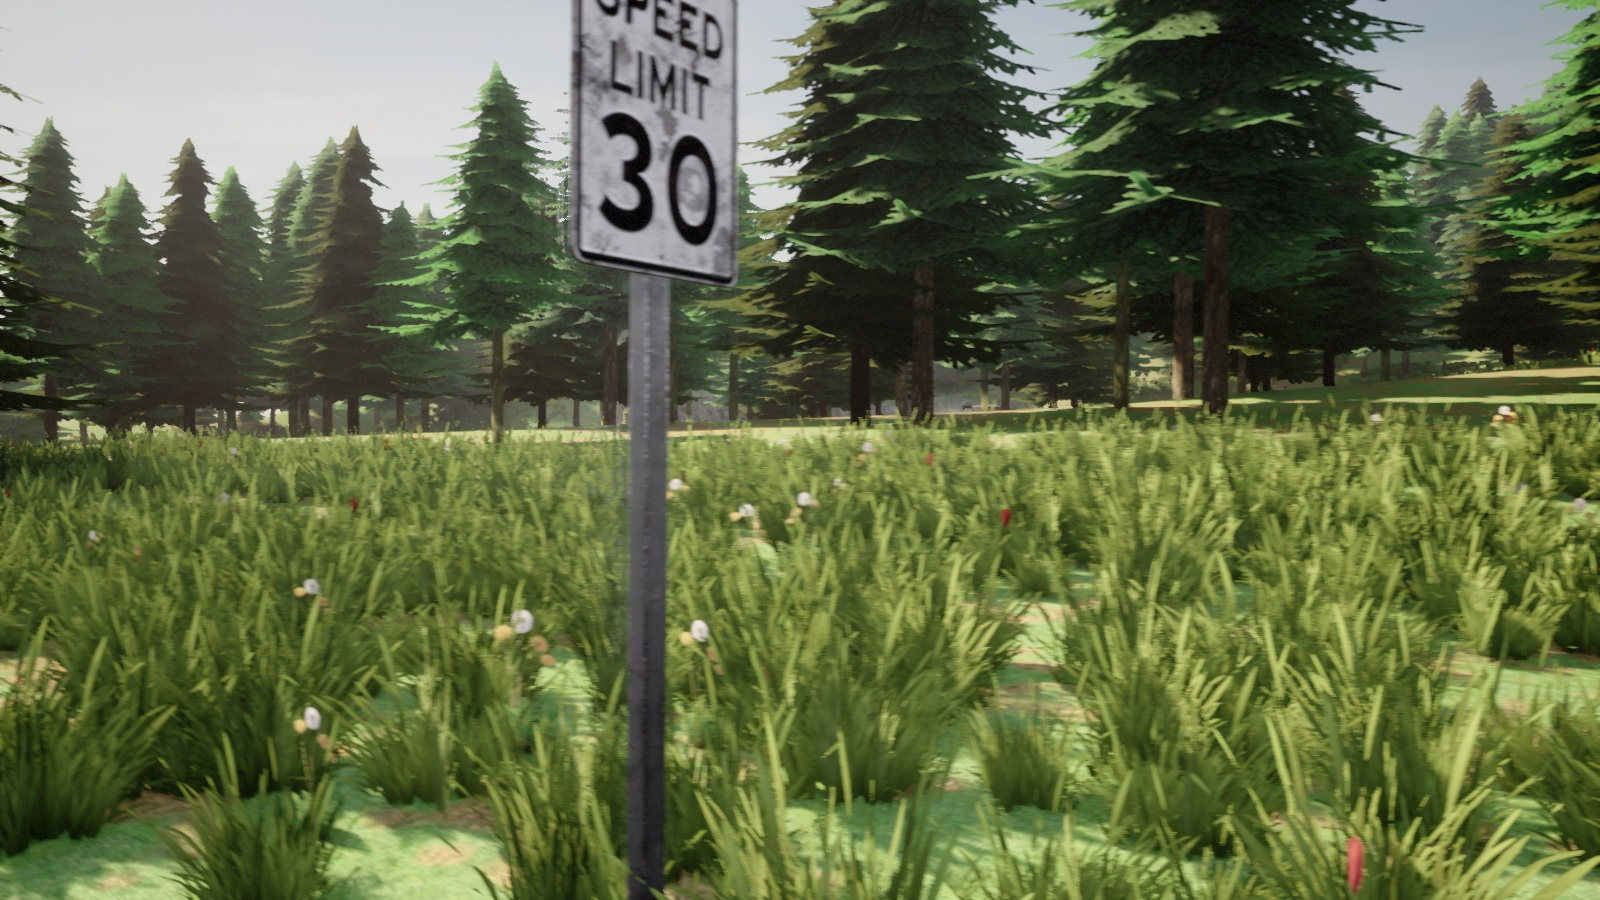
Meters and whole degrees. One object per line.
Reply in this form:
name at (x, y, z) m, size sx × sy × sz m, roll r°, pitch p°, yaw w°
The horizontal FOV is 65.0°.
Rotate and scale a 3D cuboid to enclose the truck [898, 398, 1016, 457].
truck at (11.261, -1.594, 90.812) m, size 7.936 × 3.462 × 2.891 m, roll -6°, pitch -3°, yaw 39°
